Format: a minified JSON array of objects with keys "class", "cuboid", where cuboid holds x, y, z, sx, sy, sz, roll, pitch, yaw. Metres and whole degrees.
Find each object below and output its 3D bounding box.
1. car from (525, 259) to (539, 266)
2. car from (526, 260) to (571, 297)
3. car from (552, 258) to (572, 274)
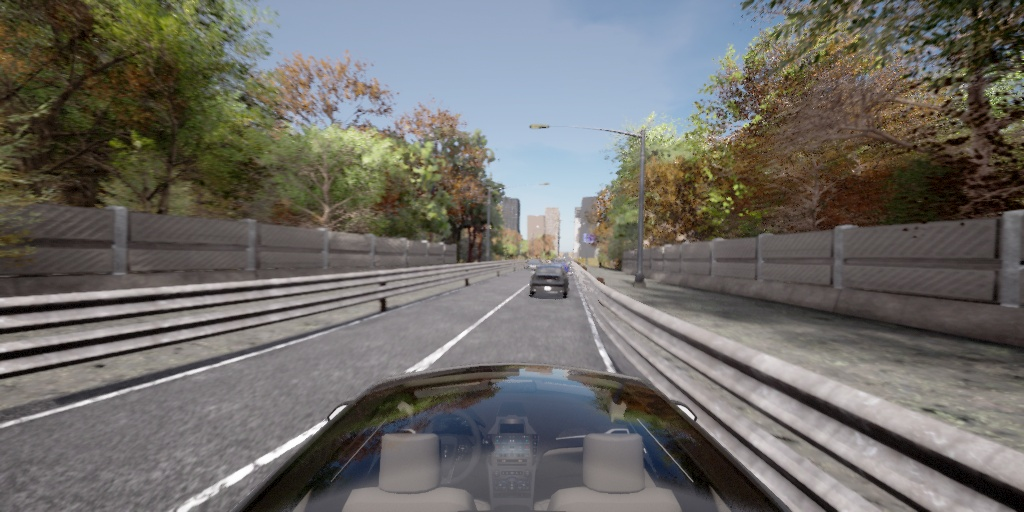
[{"class":"car","cuboid":[2.960,1.113,47.410,1.812,1.442,4.674,1,0,9]},{"class":"car","cuboid":[1.993,1.203,18.589,1.837,1.490,4.892,1,1,9]},{"class":"car","cuboid":[4.983,1.007,38.056,2.097,1.767,4.553,1,0,9]}]
